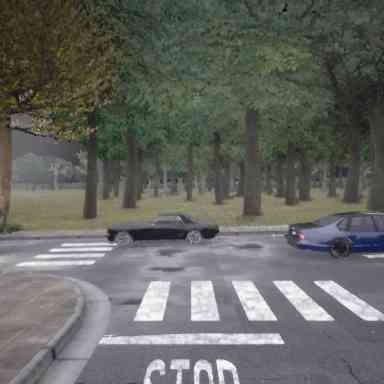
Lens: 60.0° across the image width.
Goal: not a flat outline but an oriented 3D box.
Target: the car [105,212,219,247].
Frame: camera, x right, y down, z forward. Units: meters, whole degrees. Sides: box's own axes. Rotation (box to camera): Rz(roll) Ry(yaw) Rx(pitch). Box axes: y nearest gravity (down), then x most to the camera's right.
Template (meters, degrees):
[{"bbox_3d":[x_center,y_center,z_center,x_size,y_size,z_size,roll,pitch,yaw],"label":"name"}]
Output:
[{"bbox_3d":[-1.256,1.556,14.313,4.718,1.301,1.895,-1,1,0],"label":"car"}]

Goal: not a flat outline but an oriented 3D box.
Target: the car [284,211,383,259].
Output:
[{"bbox_3d":[5.986,1.388,11.369,5.357,1.411,2.033,-1,1,0],"label":"car"}]
